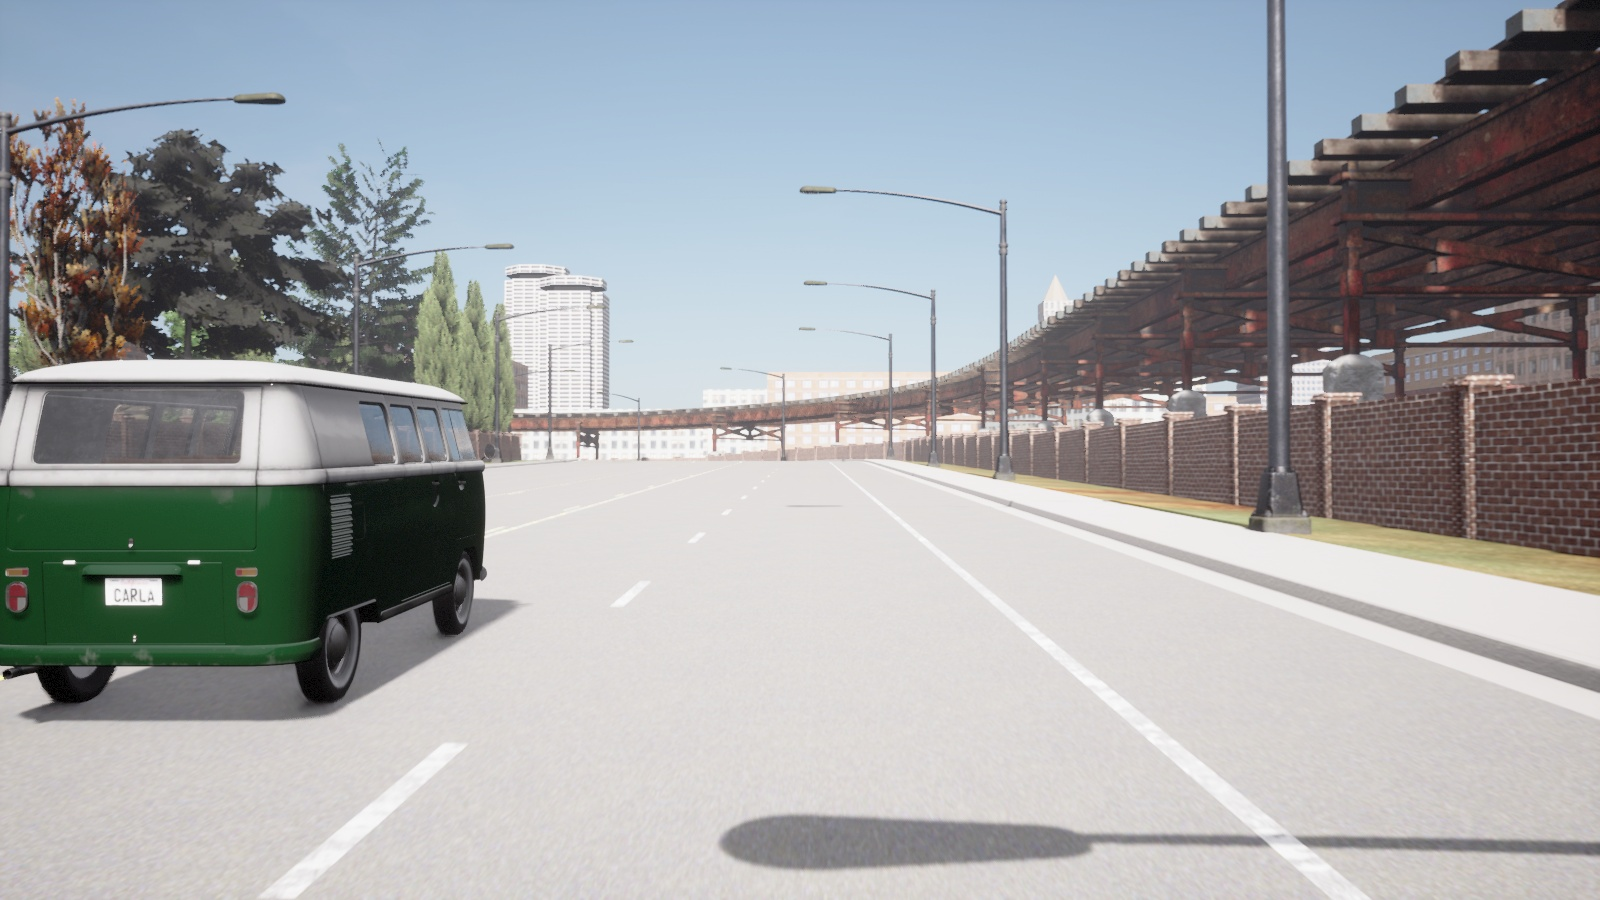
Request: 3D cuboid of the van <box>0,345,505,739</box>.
[{"bbox_3d":[-3.434,0.450,8.564,1.775,1.987,4.442,0,0,0],"label":"van"}]
